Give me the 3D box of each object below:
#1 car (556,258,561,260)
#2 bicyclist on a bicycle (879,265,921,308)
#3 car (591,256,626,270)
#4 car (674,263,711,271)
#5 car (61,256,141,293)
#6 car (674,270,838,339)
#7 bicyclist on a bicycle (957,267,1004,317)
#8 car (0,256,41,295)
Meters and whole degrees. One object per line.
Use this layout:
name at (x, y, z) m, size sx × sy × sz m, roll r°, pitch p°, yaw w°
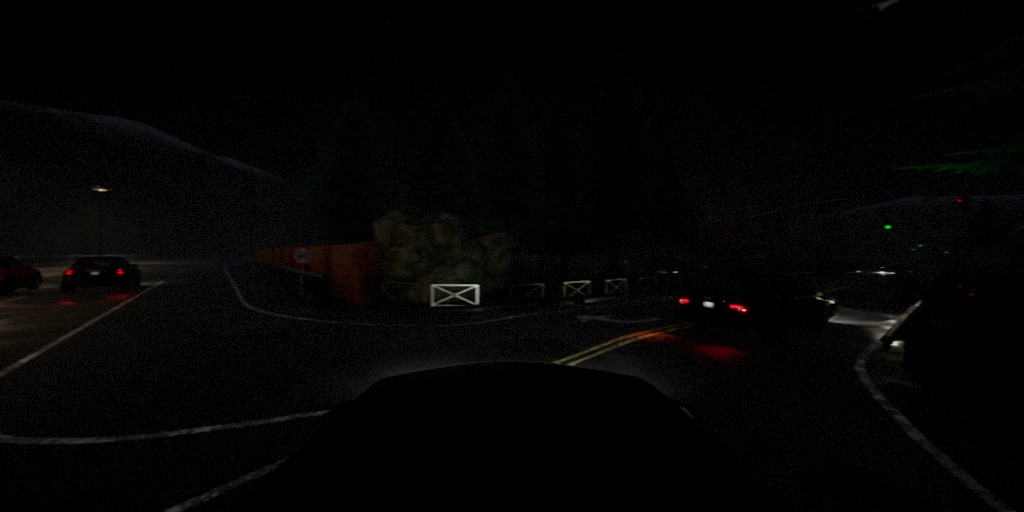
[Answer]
car at (7.584, 1.071, 59.244) m, size 2.097 × 1.767 × 4.553 m, roll 1°, pitch 0°, yaw -35°
bicyclist on a bicycle at (14.834, 1.189, 13.670) m, size 1.656 × 1.620 × 0.582 m, roll 1°, pitch 0°, yaw 0°
car at (14.900, 1.050, 55.431) m, size 2.150 × 2.045 × 5.566 m, roll 1°, pitch 0°, yaw -38°
car at (22.936, 1.518, 45.563) m, size 1.994 × 1.385 × 4.181 m, roll 1°, pitch 0°, yaw -39°
car at (-20.597, 0.791, 18.190) m, size 2.097 × 1.767 × 4.553 m, roll 1°, pitch 0°, yaw -40°
car at (6.571, 1.178, 9.485) m, size 5.357 × 1.411 × 2.033 m, roll 1°, pitch 0°, yaw -32°
bicyclist on a bicycle at (15.345, 1.203, 11.737) m, size 1.656 × 1.620 × 0.582 m, roll 1°, pitch 0°, yaw -3°
car at (-23.297, 0.758, 15.965) m, size 2.097 × 1.767 × 4.553 m, roll 1°, pitch 0°, yaw -40°
